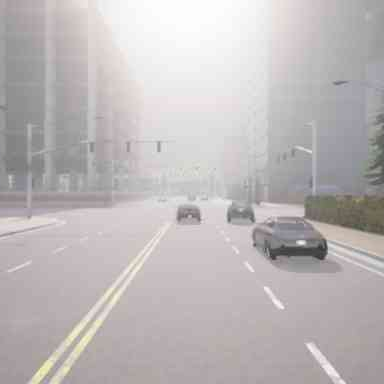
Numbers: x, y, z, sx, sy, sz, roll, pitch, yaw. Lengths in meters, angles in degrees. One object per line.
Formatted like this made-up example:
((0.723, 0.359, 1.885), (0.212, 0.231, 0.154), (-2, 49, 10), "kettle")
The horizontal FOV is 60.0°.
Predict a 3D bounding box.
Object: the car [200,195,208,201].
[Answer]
((3.479, 1.813, 90.130), (1.812, 1.442, 4.674), (0, 0, 0), "car")

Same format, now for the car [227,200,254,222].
((4.018, 1.440, 27.527), (2.097, 1.767, 4.553), (0, 0, 8), "car")

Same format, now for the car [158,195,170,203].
((-7.018, 1.780, 79.117), (2.128, 1.511, 4.902), (0, 0, 0), "car")

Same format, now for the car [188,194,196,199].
((-0.021, 1.512, 89.550), (2.150, 2.045, 5.566), (0, 0, 0), "car")

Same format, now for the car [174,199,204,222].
((-0.383, 1.595, 27.653), (1.837, 1.490, 4.892), (0, 0, -5), "car")

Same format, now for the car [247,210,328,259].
((3.541, 1.606, 12.724), (1.994, 1.385, 4.181), (0, 0, 1), "car")
